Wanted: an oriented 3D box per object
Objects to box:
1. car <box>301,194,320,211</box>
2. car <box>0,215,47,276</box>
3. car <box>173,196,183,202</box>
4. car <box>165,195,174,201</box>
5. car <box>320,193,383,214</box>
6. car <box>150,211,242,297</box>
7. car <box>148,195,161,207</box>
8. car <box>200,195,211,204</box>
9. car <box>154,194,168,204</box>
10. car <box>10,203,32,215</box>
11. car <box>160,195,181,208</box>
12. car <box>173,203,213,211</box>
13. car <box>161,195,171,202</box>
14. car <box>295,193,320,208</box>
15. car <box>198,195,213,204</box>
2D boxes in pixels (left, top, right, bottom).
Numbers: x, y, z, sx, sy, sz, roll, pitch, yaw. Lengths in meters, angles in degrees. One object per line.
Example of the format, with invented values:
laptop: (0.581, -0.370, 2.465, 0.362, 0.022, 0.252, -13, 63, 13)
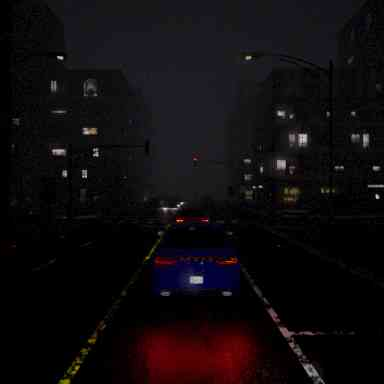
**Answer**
car: (14.727, 1.205, 35.637, 4.892, 1.490, 1.837, -1, 0, -1)
car: (-5.756, 1.582, 9.834, 1.802, 1.307, 4.206, 0, 0, 0)
car: (-3.119, 1.624, 74.612, 1.895, 1.301, 4.718, 0, 0, 0)
car: (-5.827, 1.479, 85.953, 1.967, 1.590, 4.097, 0, 0, 0)
car: (14.647, 1.029, 29.828, 5.009, 1.841, 2.192, -1, 1, -1)
car: (0.090, 1.477, 8.632, 1.882, 1.535, 5.008, 0, 0, 0)
car: (-5.772, 1.580, 51.858, 1.947, 1.339, 4.313, 0, 0, 0)
car: (2.590, 1.461, 63.238, 1.967, 1.590, 4.097, 0, 0, 0)
car: (-5.791, 1.336, 63.223, 2.192, 1.841, 5.009, 0, 0, 0)
car: (-18.040, 1.803, 32.102, 4.902, 1.511, 2.128, -1, 0, -1)
car: (-3.158, 1.560, 49.230, 2.033, 1.411, 5.357, 0, 0, -1)
car: (0.070, 1.526, 17.973, 1.812, 1.442, 4.674, 0, 0, 1)
car: (-5.809, 1.469, 74.588, 1.967, 1.590, 4.097, 0, 0, 0)
car: (14.499, 1.014, 38.206, 5.009, 1.841, 2.192, -1, 1, -1)
car: (2.598, 1.457, 57.556, 1.967, 1.590, 4.097, 0, 0, 0)
